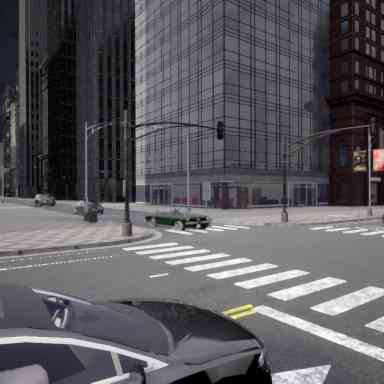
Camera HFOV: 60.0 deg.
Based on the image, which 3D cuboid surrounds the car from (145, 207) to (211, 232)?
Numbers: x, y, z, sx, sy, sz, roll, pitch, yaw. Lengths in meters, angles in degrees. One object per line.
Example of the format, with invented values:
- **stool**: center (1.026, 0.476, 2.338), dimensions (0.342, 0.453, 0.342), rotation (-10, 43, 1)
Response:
- **car**: center (-0.965, 1.632, 20.564), dimensions (1.895, 1.301, 4.718), rotation (-1, 0, -37)

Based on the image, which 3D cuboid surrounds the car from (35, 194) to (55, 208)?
- **car**: center (-22.660, 1.346, 51.096), dimensions (2.150, 2.045, 5.566), rotation (0, 0, -35)

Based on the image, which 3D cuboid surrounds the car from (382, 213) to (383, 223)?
- **car**: center (14.773, 1.357, 22.374), dimensions (4.553, 1.767, 2.097), rotation (0, 0, -36)

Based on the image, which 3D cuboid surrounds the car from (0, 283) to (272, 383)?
- **car**: center (-1.475, 1.491, 2.386), dimensions (4.902, 1.511, 2.128), rotation (0, 0, -36)

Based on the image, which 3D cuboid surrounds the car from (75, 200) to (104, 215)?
- **car**: center (-10.480, 1.575, 33.809), dimensions (1.837, 1.490, 4.892), rotation (0, 0, -35)
